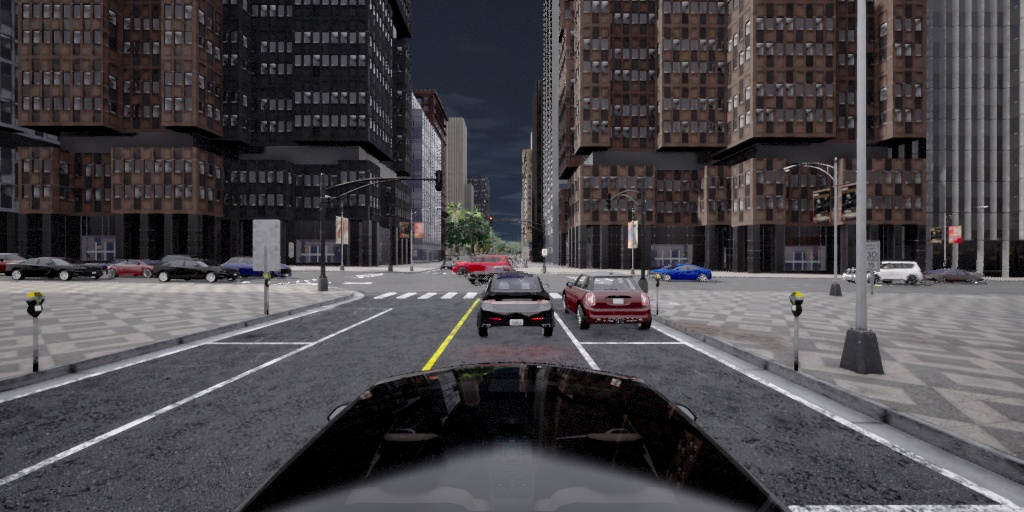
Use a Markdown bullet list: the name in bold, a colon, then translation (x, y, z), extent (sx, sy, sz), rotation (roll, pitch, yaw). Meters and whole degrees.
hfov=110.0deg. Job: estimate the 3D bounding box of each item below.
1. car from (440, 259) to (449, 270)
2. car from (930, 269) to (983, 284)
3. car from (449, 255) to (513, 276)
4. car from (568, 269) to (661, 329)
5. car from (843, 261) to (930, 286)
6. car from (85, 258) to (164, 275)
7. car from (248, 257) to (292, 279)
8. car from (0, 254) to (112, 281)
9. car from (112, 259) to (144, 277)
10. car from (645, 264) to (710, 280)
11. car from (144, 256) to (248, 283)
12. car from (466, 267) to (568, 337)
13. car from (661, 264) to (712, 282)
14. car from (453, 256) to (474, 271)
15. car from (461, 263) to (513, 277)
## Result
- **car**: translation (-9.280, 1.318, 52.482), extent (1.948, 1.339, 4.313), rotation (0, 0, -1)
- **car**: translation (42.105, 1.926, 34.765), extent (5.357, 1.411, 2.033), rotation (1, 0, 0)
- **car**: translation (-2.852, 0.948, 34.412), extent (5.566, 2.045, 2.150), rotation (1, 0, 0)
- **car**: translation (2.735, 1.189, 11.178), extent (1.967, 1.591, 4.097), rotation (0, 0, 0)
- **car**: translation (32.448, 1.462, 31.463), extent (5.566, 2.045, 2.150), rotation (1, 0, 0)
- **car**: translation (-33.323, 0.902, 30.892), extent (4.718, 1.301, 1.895), rotation (1, 0, 0)
- **car**: translation (-19.561, 0.852, 27.562), extent (4.553, 1.767, 2.097), rotation (1, 0, 0)
- **car**: translation (-30.738, 0.824, 24.216), extent (5.008, 1.535, 1.882), rotation (1, 0, 0)
- **car**: translation (-28.205, 0.943, 27.482), extent (4.181, 1.385, 1.994), rotation (1, 0, -1)
- **car**: translation (15.862, 1.543, 34.574), extent (5.357, 1.411, 2.033), rotation (1, 0, -1)
- **car**: translation (-21.271, 0.958, 24.297), extent (5.008, 1.535, 1.882), rotation (1, 0, -1)
- **car**: translation (0.077, 1.240, 10.292), extent (2.128, 1.511, 4.902), rotation (0, 0, -1)
- **car**: translation (14.731, 1.461, 31.316), extent (5.008, 1.535, 1.882), rotation (1, 0, 0)
- **car**: translation (-6.584, 0.968, 49.380), extent (2.150, 2.045, 5.566), rotation (0, 0, 0)
- **car**: translation (-1.124, 1.355, 25.055), extent (1.895, 1.301, 4.718), rotation (0, -1, 32)
